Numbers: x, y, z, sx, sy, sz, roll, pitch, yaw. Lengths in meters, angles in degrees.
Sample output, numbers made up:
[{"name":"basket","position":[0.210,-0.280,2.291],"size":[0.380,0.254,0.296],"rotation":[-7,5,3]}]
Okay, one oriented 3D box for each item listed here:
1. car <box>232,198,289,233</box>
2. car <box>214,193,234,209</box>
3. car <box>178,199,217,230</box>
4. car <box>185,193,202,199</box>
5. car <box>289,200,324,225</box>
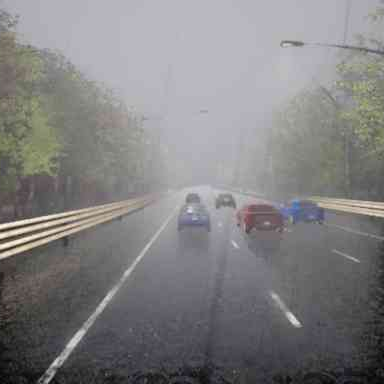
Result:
[{"name":"car","position":[3.617,1.330,18.468],"size":[1.882,1.535,5.008],"rotation":[0,1,0]},{"name":"car","position":[3.636,0.859,37.320],"size":[2.097,1.767,4.553],"rotation":[0,1,0]},{"name":"car","position":[0.118,1.384,19.540],"size":[2.033,1.411,5.357],"rotation":[0,1,0]},{"name":"car","position":[0.143,0.883,42.560],"size":[1.837,1.490,4.892],"rotation":[0,1,0]},{"name":"car","position":[7.120,1.278,22.233],"size":[1.882,1.535,5.008],"rotation":[0,1,0]}]
